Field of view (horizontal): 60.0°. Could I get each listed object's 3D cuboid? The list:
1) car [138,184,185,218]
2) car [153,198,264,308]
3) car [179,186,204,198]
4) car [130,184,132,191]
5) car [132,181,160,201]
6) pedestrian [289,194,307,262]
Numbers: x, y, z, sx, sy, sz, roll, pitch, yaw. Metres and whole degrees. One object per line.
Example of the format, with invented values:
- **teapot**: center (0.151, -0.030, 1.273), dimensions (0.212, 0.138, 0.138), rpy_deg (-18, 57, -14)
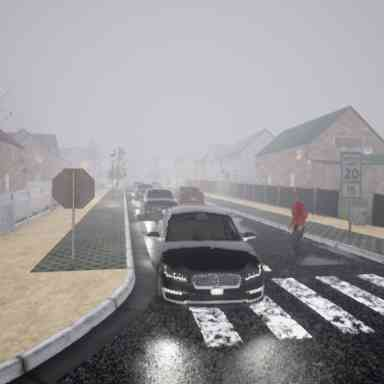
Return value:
- **car**: center (-1.902, 0.560, 19.016), dimensions (1.837, 1.490, 4.892), rpy_deg (0, 3, -12)
- **car**: center (0.130, 1.124, 7.388), dimensions (1.837, 1.490, 4.892), rpy_deg (1, 3, -6)
- **car**: center (-0.407, 0.227, 26.312), dimensions (1.882, 1.535, 5.008), rpy_deg (0, 3, -12)
- **car**: center (-7.607, -0.765, 47.050), dimensions (1.837, 1.490, 4.892), rpy_deg (0, 3, -12)
- **car**: center (-4.428, -0.035, 31.253), dimensions (1.837, 1.490, 4.892), rpy_deg (0, 3, -12)
- **pedestrian**: center (2.761, 0.895, 8.690), dimensions (0.375, 1.860, 0.375), rpy_deg (3, -1, -12)
